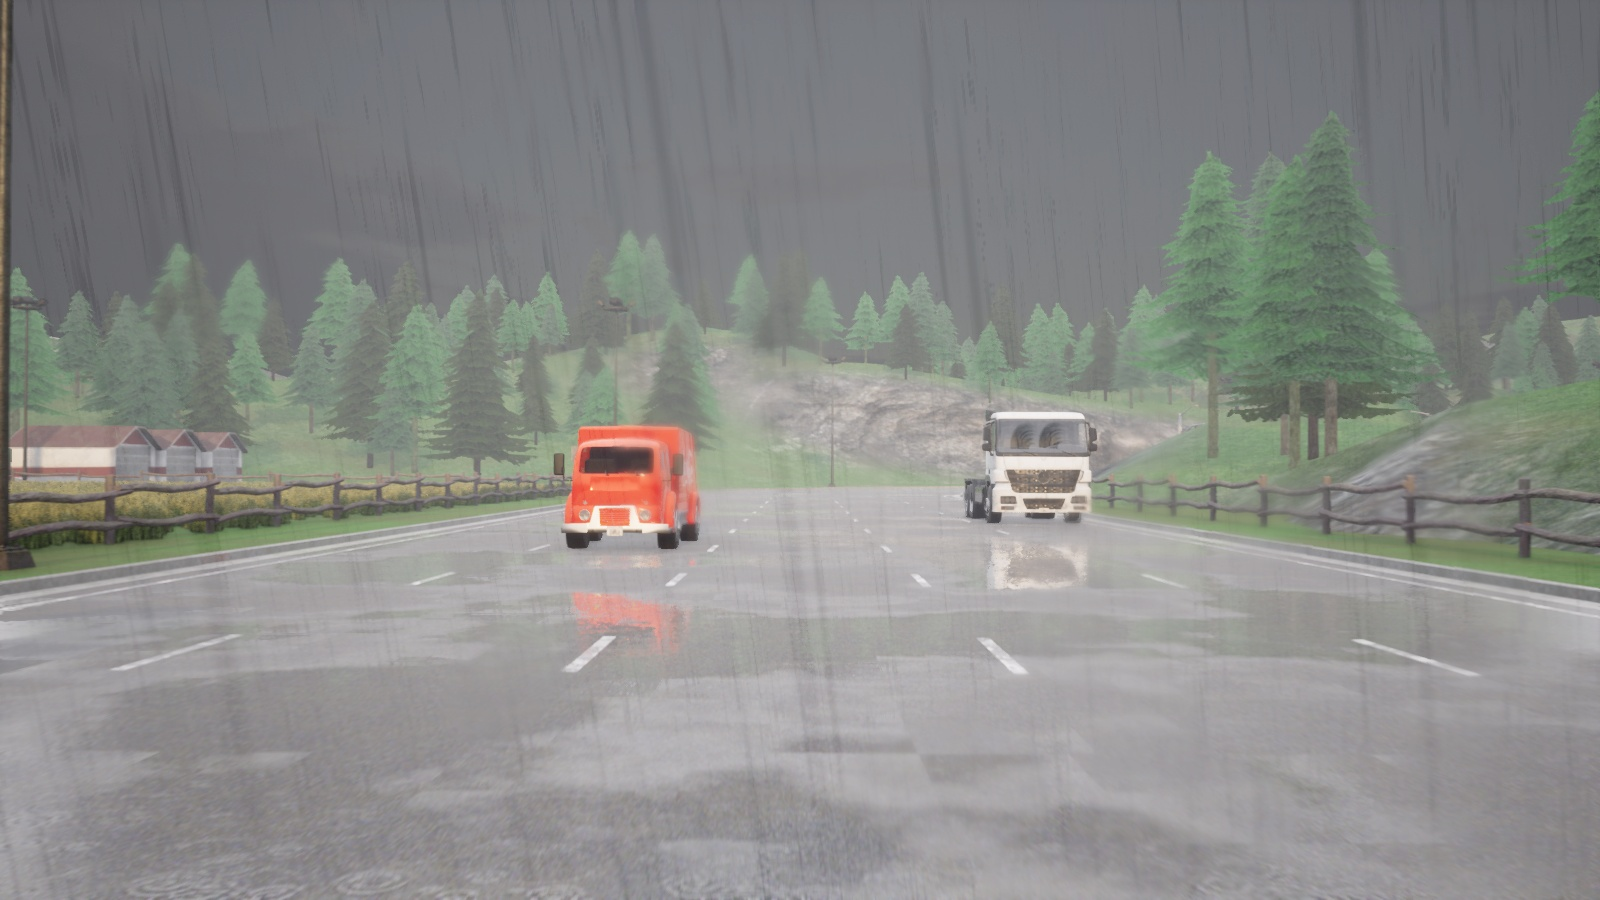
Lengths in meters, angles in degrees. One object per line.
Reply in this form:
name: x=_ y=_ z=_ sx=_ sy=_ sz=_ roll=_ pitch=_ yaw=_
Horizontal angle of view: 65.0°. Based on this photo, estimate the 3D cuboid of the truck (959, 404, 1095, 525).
truck: x=7.047 y=0.476 z=40.135 sx=2.891 sy=3.462 sz=7.936 roll=0 pitch=-1 yaw=0

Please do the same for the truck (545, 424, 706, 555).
truck: x=-3.488 y=0.782 z=26.316 sx=2.627 sy=2.467 sz=5.204 roll=0 pitch=-1 yaw=0

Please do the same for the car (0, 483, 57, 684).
car: x=-7.024 y=0.971 z=7.649 sx=2.163 sy=1.488 sz=4.792 roll=0 pitch=-1 yaw=0
